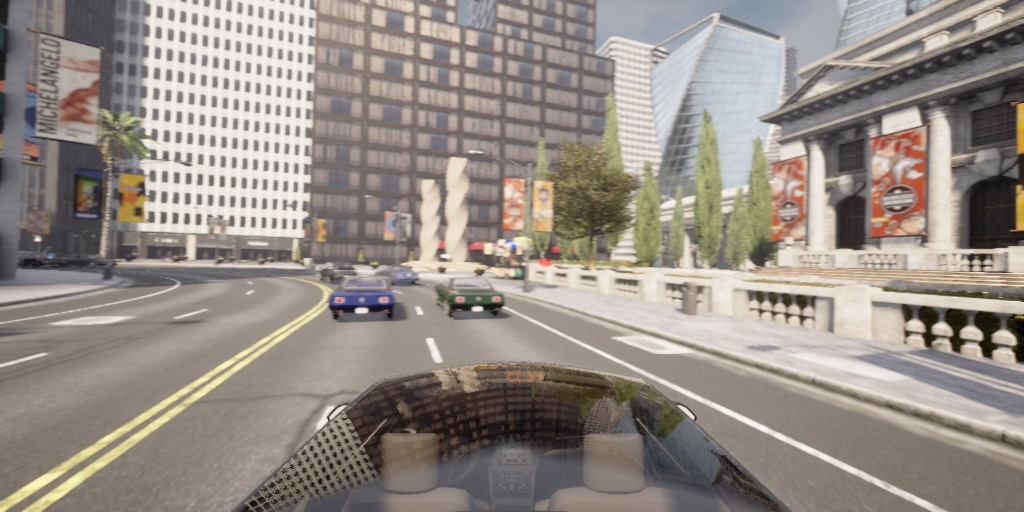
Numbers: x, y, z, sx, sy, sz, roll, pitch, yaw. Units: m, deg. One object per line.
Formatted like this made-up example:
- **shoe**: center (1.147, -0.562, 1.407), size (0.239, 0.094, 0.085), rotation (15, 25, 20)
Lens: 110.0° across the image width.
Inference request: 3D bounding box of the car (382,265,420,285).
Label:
- **car**: center (-8.702, 1.367, 26.960), size (2.033, 1.411, 5.357), rotation (2, -1, -38)

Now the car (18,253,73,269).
- **car**: center (-45.904, 0.440, 34.000), size (5.357, 1.411, 2.033), rotation (2, -1, -2)

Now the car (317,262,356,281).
- **car**: center (-13.013, 1.190, 26.654), size (2.128, 1.511, 4.902), rotation (2, -1, -40)

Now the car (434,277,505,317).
- **car**: center (-1.837, 1.447, 13.794), size (1.895, 1.301, 4.718), rotation (2, -1, -19)

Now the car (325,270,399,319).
- **car**: center (-5.161, 1.344, 12.745), size (1.895, 1.301, 4.718), rotation (2, -1, -19)

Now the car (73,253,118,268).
- **car**: center (-44.189, 0.487, 37.436), size (4.892, 1.490, 1.837), rotation (1, -1, 1)
